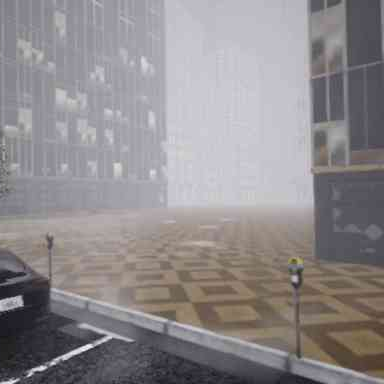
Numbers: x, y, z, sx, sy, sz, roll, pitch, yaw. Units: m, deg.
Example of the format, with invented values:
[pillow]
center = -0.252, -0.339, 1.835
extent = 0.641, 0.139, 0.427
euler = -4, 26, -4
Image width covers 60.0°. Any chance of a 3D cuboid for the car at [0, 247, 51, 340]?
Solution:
[car]
center = -4.256, 1.637, 5.915
extent = 4.313, 1.339, 1.947
euler = -1, -1, 35
